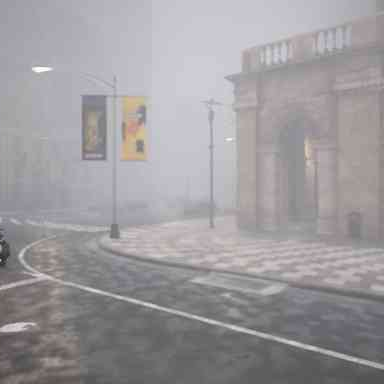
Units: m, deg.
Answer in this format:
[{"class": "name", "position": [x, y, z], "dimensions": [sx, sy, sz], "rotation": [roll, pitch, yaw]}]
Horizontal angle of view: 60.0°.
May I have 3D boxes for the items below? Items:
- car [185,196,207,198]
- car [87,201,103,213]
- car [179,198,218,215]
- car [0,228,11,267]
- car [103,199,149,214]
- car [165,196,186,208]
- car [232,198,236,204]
[{"class": "car", "position": [1.630, 1.521, 47.635], "dimensions": [1.882, 1.535, 5.008], "rotation": [0, 0, 36]}, {"class": "car", "position": [-9.369, 1.595, 38.275], "dimensions": [2.033, 1.411, 5.357], "rotation": [0, 0, 34]}, {"class": "car", "position": [0.961, 1.595, 34.331], "dimensions": [1.994, 1.385, 4.181], "rotation": [0, 0, 35]}, {"class": "car", "position": [-7.161, 1.620, 10.761], "dimensions": [1.895, 1.301, 4.718], "rotation": [0, 0, -34]}, {"class": "car", "position": [-6.704, 1.532, 35.956], "dimensions": [2.128, 1.511, 4.902], "rotation": [0, 0, 35]}, {"class": "car", "position": [-1.867, 1.402, 48.761], "dimensions": [2.097, 1.767, 4.553], "rotation": [0, 0, 36]}, {"class": "car", "position": [9.502, 1.545, 64.388], "dimensions": [2.128, 1.511, 4.902], "rotation": [0, 0, 36]}]
